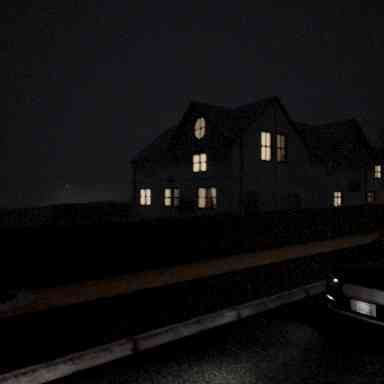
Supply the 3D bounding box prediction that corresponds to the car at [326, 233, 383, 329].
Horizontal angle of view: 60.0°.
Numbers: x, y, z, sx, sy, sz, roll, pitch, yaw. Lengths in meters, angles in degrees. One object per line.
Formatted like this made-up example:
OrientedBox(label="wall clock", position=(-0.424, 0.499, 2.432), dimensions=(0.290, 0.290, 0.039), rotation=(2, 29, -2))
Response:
OrientedBox(label="car", position=(4.515, 1.419, 6.363), dimensions=(4.902, 1.511, 2.128), rotation=(-1, 0, -36))
